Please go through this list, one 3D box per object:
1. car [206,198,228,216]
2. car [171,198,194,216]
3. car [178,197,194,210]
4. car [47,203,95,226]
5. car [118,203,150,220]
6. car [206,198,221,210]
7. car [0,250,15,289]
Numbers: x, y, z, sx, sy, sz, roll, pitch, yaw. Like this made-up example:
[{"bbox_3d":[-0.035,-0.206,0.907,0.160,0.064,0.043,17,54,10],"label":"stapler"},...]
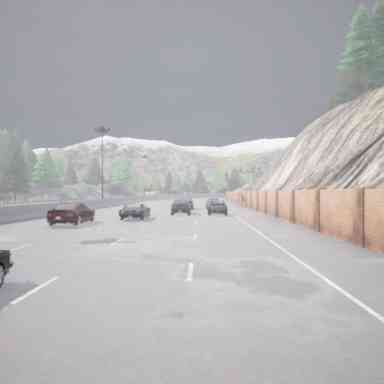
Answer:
[{"bbox_3d":[2.454,1.487,32.798,2.128,1.511,4.902,0,0,1],"label":"car"},{"bbox_3d":[-1.041,1.500,33.039,1.837,1.490,4.892,0,0,1],"label":"car"},{"bbox_3d":[-0.754,1.472,43.480,1.882,1.535,5.008,0,0,2],"label":"car"},{"bbox_3d":[-8.313,1.474,23.319,1.882,1.535,5.008,0,0,2],"label":"car"},{"bbox_3d":[-4.685,1.597,27.859,1.895,1.301,4.718,0,0,2],"label":"car"},{"bbox_3d":[2.740,1.520,43.241,1.812,1.442,4.674,0,0,2],"label":"car"},{"bbox_3d":[-5.292,1.600,5.942,1.895,1.301,4.718,0,0,2],"label":"car"}]
